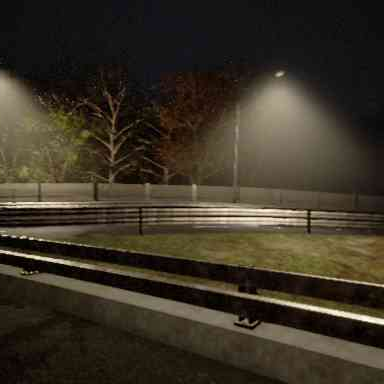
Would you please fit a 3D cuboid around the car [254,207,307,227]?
[{"bbox_3d":[6.790,1.839,25.002,4.181,1.385,1.994,3,-1,-15],"label":"car"}]
